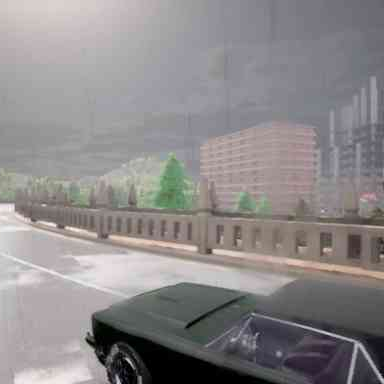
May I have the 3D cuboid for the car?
[{"bbox_3d":[1.040,1.620,3.354,4.718,1.301,1.895,0,0,37],"label":"car"}]
